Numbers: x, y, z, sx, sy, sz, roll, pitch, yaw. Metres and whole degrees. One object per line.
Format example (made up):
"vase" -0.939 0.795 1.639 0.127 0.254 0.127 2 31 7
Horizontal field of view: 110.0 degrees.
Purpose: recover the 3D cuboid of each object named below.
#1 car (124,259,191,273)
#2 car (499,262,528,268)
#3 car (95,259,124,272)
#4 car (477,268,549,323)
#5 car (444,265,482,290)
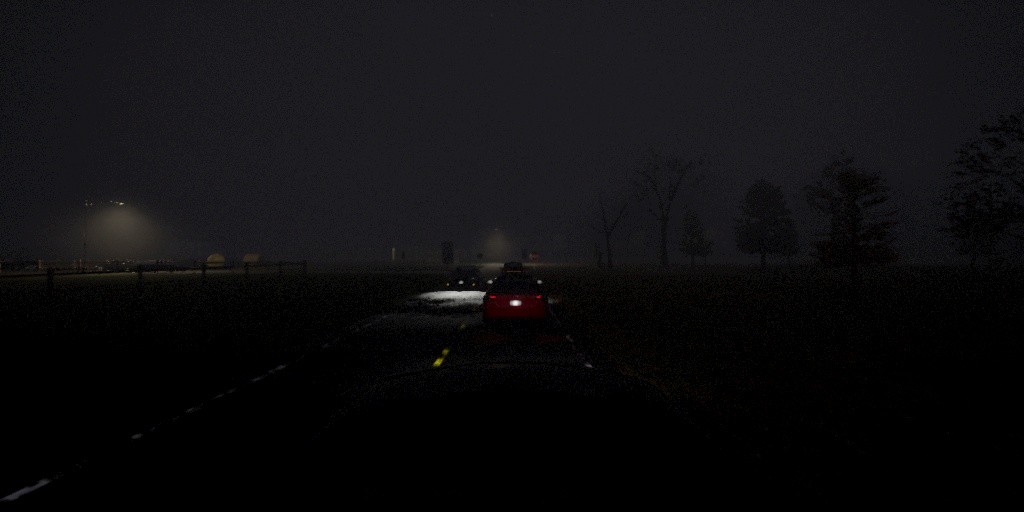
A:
"car" -38.928 1.126 39.780 5.357 1.411 2.033 0 -1 -3
"car" 0.100 1.190 26.438 1.837 1.490 4.892 0 0 0
"car" -45.877 1.112 42.194 4.892 1.490 1.837 -1 -1 -4
"car" 0.101 1.288 12.061 1.994 1.385 4.181 0 0 0
"car" -2.820 1.261 21.794 1.994 1.385 4.181 0 0 0
